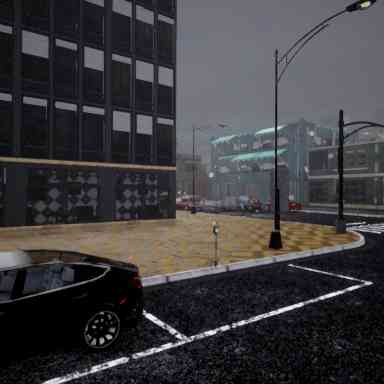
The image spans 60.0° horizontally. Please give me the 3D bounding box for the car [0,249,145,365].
[{"bbox_3d":[-2.753,1.566,4.592,4.313,1.339,1.947,0,0,-35],"label":"car"}]

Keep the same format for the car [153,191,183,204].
[{"bbox_3d":[-3.831,0.793,52.060,2.192,1.841,5.009,1,0,-36],"label":"car"}]

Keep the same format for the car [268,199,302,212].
[{"bbox_3d":[9.273,1.340,34.163,1.802,1.307,4.206,1,0,-36],"label":"car"}]

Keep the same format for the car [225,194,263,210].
[{"bbox_3d":[5.997,1.130,38.639,1.967,1.590,4.097,1,0,-36],"label":"car"}]

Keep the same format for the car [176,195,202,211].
[{"bbox_3d":[-0.765,1.230,33.686,1.802,1.307,4.206,1,0,-36],"label":"car"}]

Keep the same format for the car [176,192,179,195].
[{"bbox_3d":[-0.559,1.100,47.586,2.008,1.369,4.403,1,0,-36],"label":"car"}]

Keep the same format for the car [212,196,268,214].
[{"bbox_3d":[4.167,1.268,31.321,2.033,1.411,5.357,0,0,-36],"label":"car"}]
